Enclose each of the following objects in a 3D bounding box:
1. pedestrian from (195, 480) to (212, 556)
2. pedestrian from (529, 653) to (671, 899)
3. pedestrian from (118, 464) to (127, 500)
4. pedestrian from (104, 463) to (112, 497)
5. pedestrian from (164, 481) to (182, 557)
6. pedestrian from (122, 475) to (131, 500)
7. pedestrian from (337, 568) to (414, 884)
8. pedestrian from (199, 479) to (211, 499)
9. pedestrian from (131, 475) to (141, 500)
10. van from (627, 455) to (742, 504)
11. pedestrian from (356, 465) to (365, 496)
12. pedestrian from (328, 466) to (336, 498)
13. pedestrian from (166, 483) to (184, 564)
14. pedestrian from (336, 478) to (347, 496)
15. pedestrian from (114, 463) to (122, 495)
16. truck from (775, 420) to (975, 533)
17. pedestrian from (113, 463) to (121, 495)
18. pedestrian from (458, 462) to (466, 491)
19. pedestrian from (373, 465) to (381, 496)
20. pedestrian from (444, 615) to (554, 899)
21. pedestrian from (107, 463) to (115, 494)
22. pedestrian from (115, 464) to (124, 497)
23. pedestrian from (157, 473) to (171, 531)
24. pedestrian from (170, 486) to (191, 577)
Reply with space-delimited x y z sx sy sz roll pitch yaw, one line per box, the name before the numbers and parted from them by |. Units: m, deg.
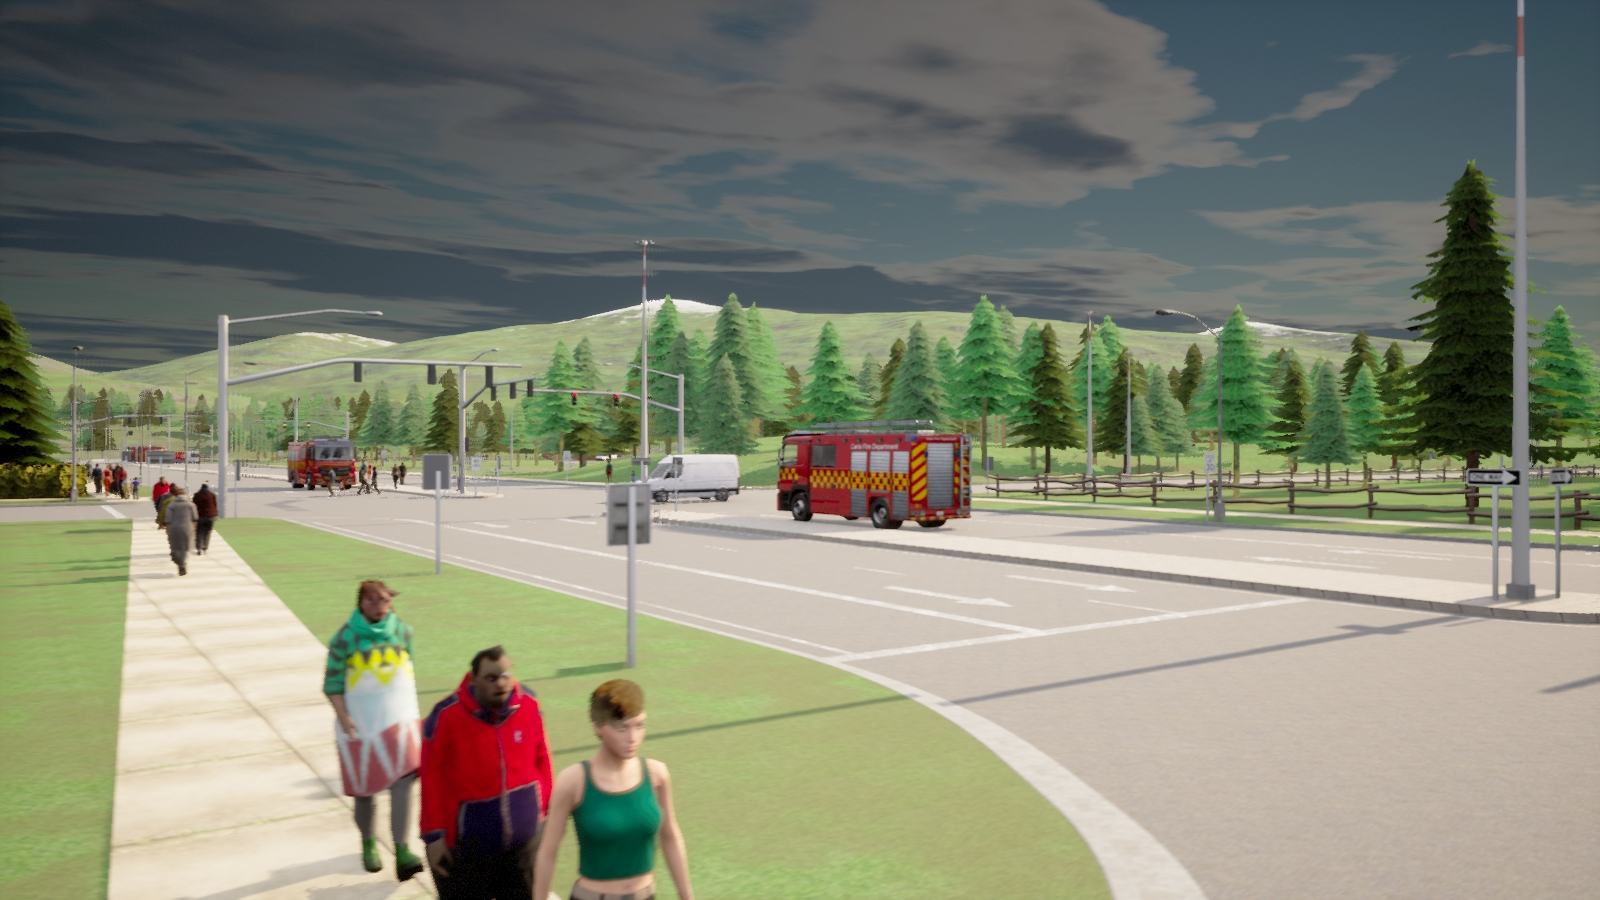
pedestrian | -14.929 1.696 28.586 0.375 1.860 0.375 0 0 -28
pedestrian | -0.712 1.696 4.051 0.375 1.860 0.375 0 0 -35
pedestrian | -36.034 1.697 60.780 0.375 1.860 0.375 0 0 -32
pedestrian | -39.184 1.697 64.661 0.375 1.860 0.375 0 0 -30
pedestrian | -15.537 1.696 28.314 0.375 1.860 0.375 0 0 -30
pedestrian | -35.406 1.977 60.095 0.375 1.300 0.375 0 0 -35
pedestrian | -2.670 1.697 7.177 0.375 1.860 0.375 0 0 -34
pedestrian | -33.449 2.201 64.225 0.500 1.100 0.500 0 0 -37
pedestrian | -34.742 1.978 59.782 0.375 1.300 0.375 0 0 -20
van | -6.159 1.535 61.491 5.915 2.561 1.988 0 0 -35
pedestrian | -26.720 1.849 69.443 0.375 1.860 0.375 0 0 -38
pedestrian | -27.412 1.856 66.870 0.375 1.860 0.375 0 0 -31
pedestrian | -14.509 1.696 26.522 0.375 1.860 0.375 0 0 -30
pedestrian | -27.588 2.229 68.713 0.500 1.100 0.500 0 0 -42
pedestrian | -39.893 1.697 66.807 0.375 1.860 0.375 0 0 -28
truck | 2.600 0.891 43.046 2.891 3.827 8.468 0 0 -34
pedestrian | -40.294 1.699 67.378 0.375 1.860 0.375 0 0 -35
pedestrian | -21.668 1.697 73.304 0.375 1.860 0.375 0 0 -38
pedestrian | -26.155 1.880 70.640 0.375 1.860 0.375 0 0 -33
pedestrian | -1.332 1.696 5.037 0.375 1.860 0.375 0 0 -32
pedestrian | -40.894 1.697 67.836 0.375 1.860 0.375 0 0 -34
pedestrian | -37.868 1.696 63.586 0.375 1.860 0.375 0 0 -24
pedestrian | -20.856 1.696 37.472 0.375 1.860 0.375 0 0 -31
pedestrian | -12.930 1.696 23.849 0.375 1.860 0.375 0 0 -29
